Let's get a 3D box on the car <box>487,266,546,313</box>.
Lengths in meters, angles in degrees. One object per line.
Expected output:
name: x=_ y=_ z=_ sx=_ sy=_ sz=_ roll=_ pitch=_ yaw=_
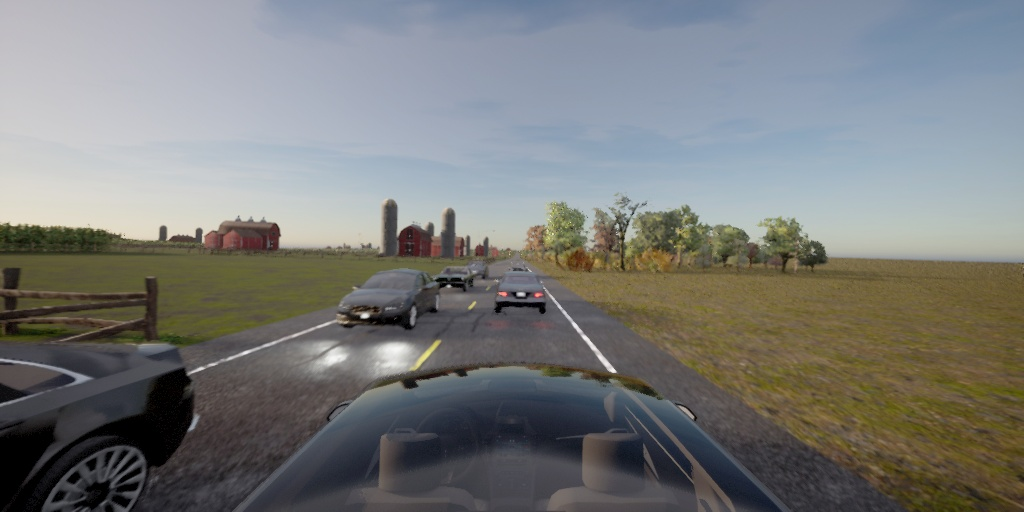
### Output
car: x=0.307 y=1.310 z=14.243 sx=2.033 sy=1.411 sz=5.357 roll=1 pitch=0 yaw=0

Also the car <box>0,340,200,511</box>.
car: x=-3.669 y=1.166 z=1.013 sx=2.128 sy=1.511 sz=4.902 roll=1 pitch=0 yaw=2

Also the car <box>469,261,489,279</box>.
car: x=-3.080 y=1.196 z=31.595 sx=2.128 sy=1.511 sz=4.902 roll=1 pitch=0 yaw=1

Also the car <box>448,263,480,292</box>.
car: x=-3.303 y=1.294 z=21.204 sx=1.895 sy=1.301 sz=4.718 roll=1 pitch=0 yaw=1

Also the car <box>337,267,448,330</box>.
car: x=-3.478 y=1.189 z=11.020 sx=1.837 sy=1.490 sz=4.892 roll=1 pitch=0 yaw=1

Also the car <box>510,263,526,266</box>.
car: x=0.595 y=1.384 z=36.216 sx=1.895 sy=1.301 sz=4.718 roll=1 pitch=0 yaw=2
